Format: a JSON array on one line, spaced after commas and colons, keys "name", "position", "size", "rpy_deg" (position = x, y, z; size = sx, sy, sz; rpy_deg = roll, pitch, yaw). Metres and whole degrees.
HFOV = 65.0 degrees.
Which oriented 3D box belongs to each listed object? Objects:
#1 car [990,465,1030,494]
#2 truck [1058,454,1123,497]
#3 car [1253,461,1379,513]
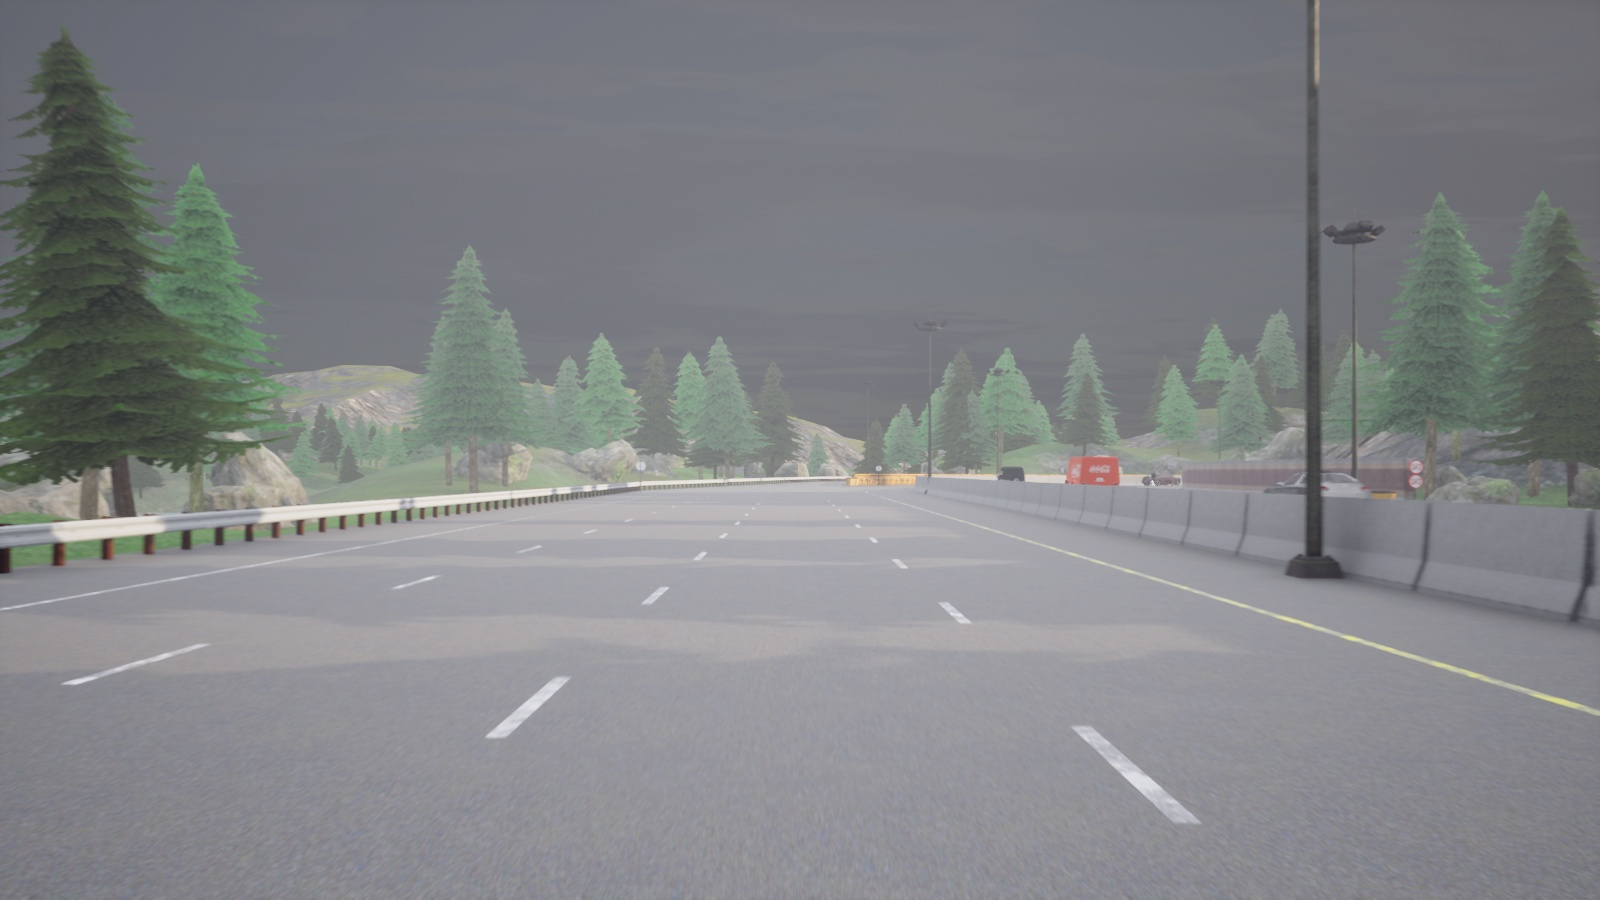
[{"name": "car", "position": [13.679, 1.925, 82.065], "size": [1.905, 1.878, 3.866], "rpy_deg": [0, -1, 0]}, {"name": "truck", "position": [17.215, 1.504, 74.793], "size": [2.627, 2.467, 5.204], "rpy_deg": [0, -1, 0]}, {"name": "car", "position": [17.383, 1.235, 42.619], "size": [2.152, 1.651, 5.027], "rpy_deg": [0, -1, 0]}]
